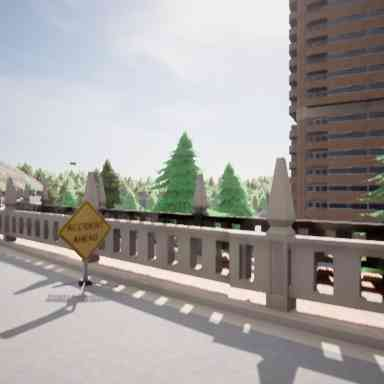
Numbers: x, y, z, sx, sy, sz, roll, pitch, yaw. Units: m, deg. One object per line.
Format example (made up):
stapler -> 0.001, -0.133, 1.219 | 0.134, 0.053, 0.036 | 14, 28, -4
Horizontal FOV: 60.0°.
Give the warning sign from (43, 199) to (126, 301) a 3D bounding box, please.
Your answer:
warning sign -> -2.256, 1.099, 7.039 | 1.060, 1.860, 1.300 | 0, 0, 40
